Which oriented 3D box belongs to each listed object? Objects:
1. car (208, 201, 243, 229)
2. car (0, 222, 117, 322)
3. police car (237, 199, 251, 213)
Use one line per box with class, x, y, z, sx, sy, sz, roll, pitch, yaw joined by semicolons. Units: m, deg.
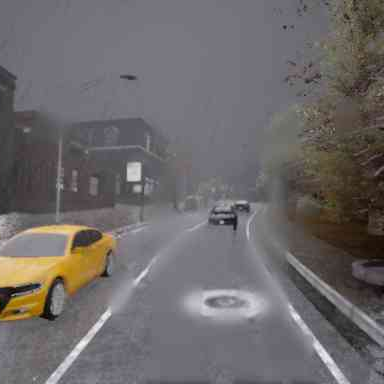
car;2.217;1.653;22.809;2.128;1.511;4.902;-1;0;9
car;-3.241;1.543;7.712;1.882;1.535;5.008;0;-1;4
police car;6.219;1.701;41.167;1.930;1.638;5.238;-1;-1;13
